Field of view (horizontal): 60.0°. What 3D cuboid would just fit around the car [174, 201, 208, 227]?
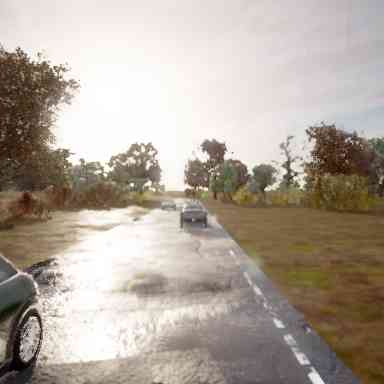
[{"bbox_3d":[0.101,1.579,23.622,2.128,1.511,4.902,0,0,0],"label":"car"}]

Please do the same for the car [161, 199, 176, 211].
[{"bbox_3d":[-3.079,1.679,44.220,1.812,1.442,4.674,0,0,0],"label":"car"}]

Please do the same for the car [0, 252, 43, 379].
[{"bbox_3d":[-3.101,1.363,2.670,2.097,1.767,4.553,0,0,0],"label":"car"}]

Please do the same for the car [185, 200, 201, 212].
[{"bbox_3d":[0.101,1.748,42.225,1.895,1.301,4.718,0,0,0],"label":"car"}]
